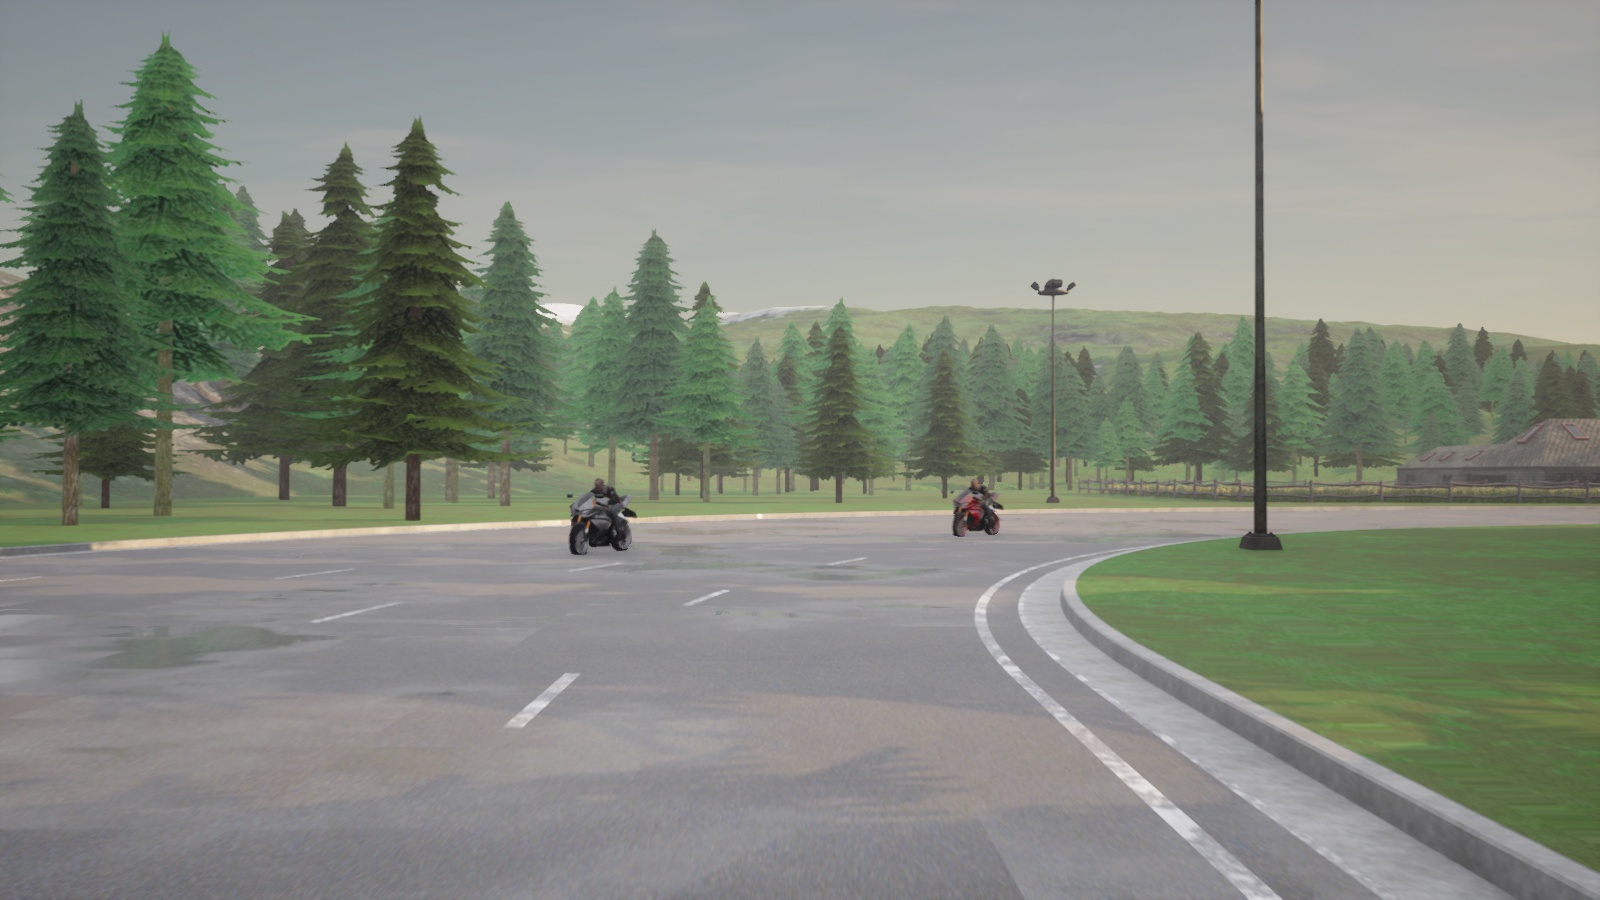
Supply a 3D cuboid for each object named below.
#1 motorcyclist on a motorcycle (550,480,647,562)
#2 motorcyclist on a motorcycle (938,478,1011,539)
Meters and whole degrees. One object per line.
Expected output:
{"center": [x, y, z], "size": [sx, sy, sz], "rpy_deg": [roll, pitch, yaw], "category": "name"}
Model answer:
{"center": [-3.986, 1.376, 25.041], "size": [0.866, 1.530, 2.191], "rpy_deg": [0, -1, 23], "category": "motorcyclist on a motorcycle"}
{"center": [4.557, 1.496, 32.694], "size": [0.866, 1.530, 2.191], "rpy_deg": [0, -1, 40], "category": "motorcyclist on a motorcycle"}
